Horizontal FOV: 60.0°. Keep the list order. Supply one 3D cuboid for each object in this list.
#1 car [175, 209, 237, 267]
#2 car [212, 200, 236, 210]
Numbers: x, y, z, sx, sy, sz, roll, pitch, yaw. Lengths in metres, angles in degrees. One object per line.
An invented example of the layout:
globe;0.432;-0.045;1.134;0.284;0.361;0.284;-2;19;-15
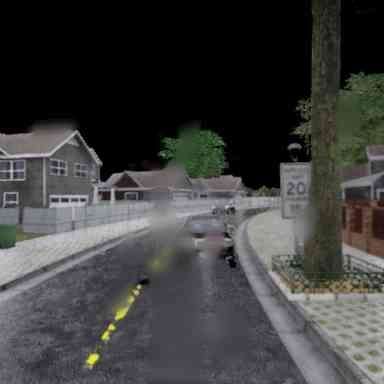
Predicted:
car;0.517;1.605;11.810;2.128;1.511;4.902;-1;0;3
car;3.901;1.758;40.524;2.097;1.767;4.553;-1;-1;19
